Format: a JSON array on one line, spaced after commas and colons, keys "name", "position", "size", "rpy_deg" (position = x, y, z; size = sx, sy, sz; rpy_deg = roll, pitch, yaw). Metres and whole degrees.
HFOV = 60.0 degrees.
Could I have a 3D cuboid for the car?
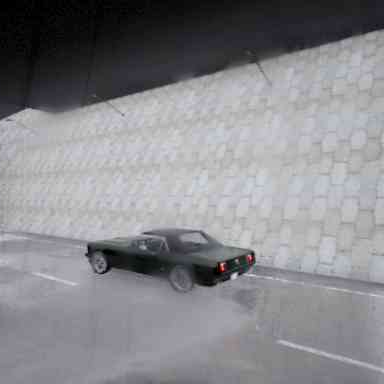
[{"name": "car", "position": [-0.809, 1.651, 8.986], "size": [4.718, 1.301, 1.895], "rpy_deg": [0, 0, 37]}]
